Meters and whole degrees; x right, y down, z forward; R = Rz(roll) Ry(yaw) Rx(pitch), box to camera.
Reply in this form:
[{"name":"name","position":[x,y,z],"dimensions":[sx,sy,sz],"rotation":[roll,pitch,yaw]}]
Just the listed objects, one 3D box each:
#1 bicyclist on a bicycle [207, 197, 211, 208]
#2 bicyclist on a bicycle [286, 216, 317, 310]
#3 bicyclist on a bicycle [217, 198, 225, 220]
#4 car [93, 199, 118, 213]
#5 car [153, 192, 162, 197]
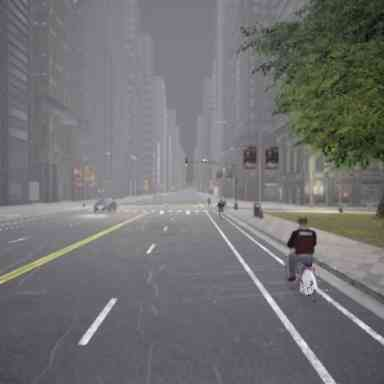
[{"name":"bicyclist on a bicycle","position":[2.283,1.503,44.137],"dimensions":[0.582,1.620,1.656],"rotation":[1,0,0]},{"name":"bicyclist on a bicycle","position":[2.241,1.368,6.937],"dimensions":[0.659,1.776,1.843],"rotation":[0,0,0]},{"name":"bicyclist on a bicycle","position":[2.256,1.379,26.023],"dimensions":[0.659,1.776,1.843],"rotation":[0,0,0]},{"name":"car","position":[-9.744,1.520,37.771],"dimensions":[2.128,1.511,4.902],"rotation":[0,0,0]},{"name":"car","position":[-9.733,0.891,94.125],"dimensions":[2.150,2.045,5.566],"rotation":[0,0,0]}]
